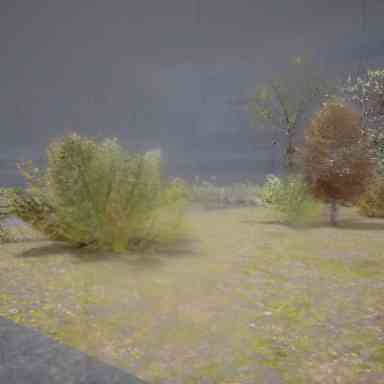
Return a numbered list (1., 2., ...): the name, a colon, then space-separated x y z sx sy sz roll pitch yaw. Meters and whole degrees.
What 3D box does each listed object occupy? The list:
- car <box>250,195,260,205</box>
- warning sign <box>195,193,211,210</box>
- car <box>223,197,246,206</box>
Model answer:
1. car: 10.911 1.182 51.745 2.097 1.767 4.553 0 0 41
2. warning sign: 1.209 1.032 36.500 1.300 1.860 1.060 0 0 40
3. car: 6.597 1.392 51.073 1.994 1.385 4.181 0 1 40
